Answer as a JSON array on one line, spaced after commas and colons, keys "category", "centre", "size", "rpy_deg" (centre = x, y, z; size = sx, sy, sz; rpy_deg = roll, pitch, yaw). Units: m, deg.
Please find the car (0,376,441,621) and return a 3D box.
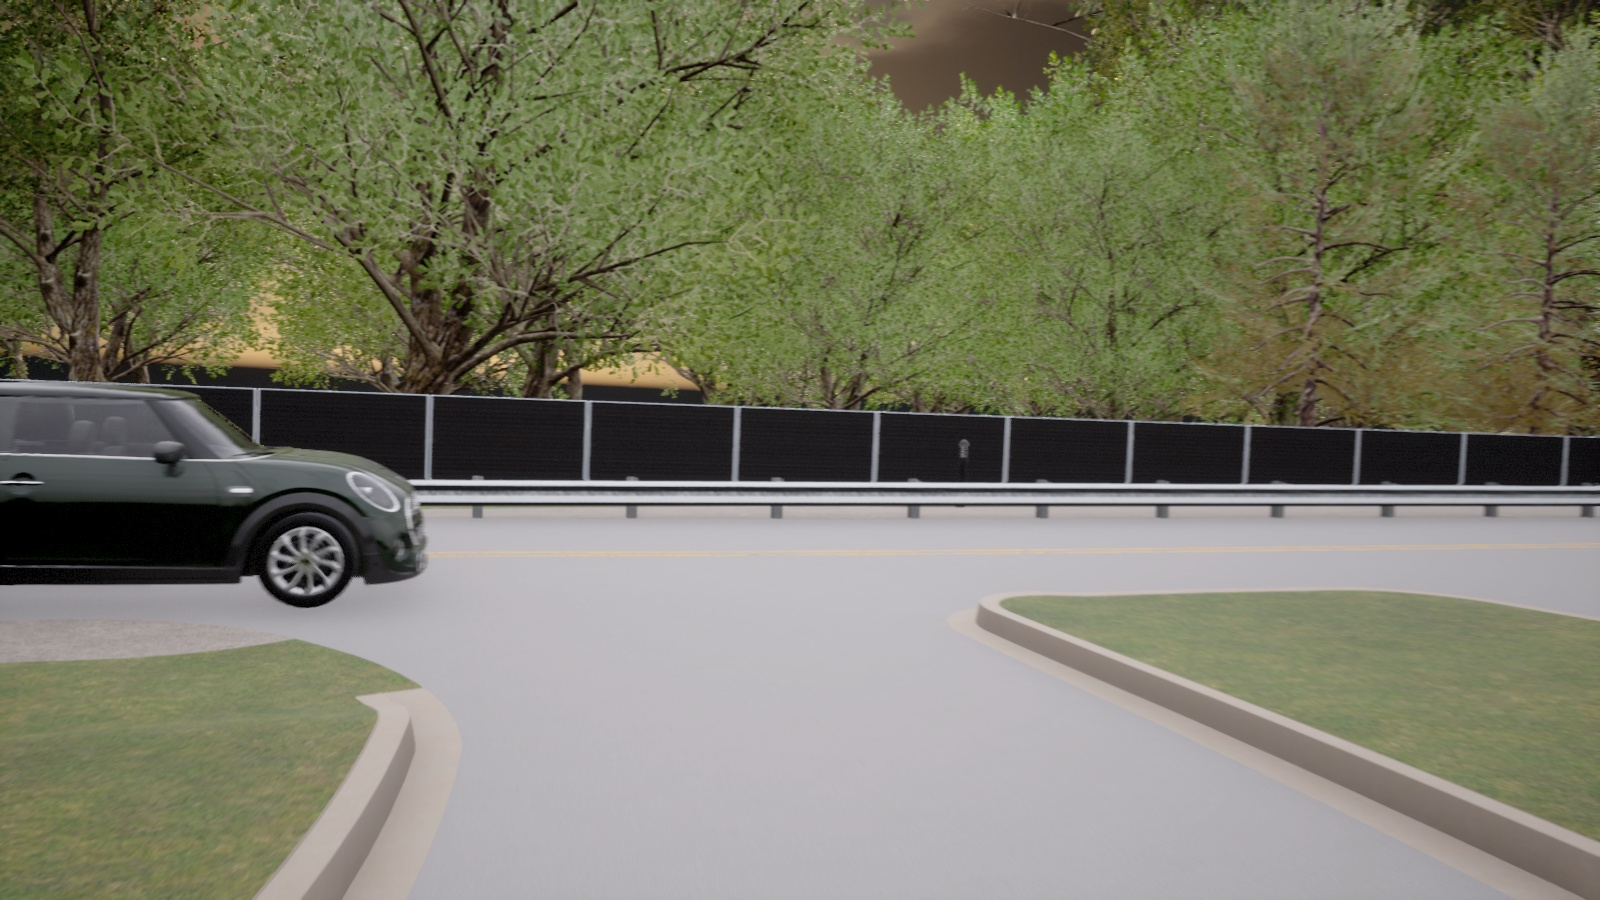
[{"category": "car", "centre": [-5.332, 0.309, 10.305], "size": [4.553, 1.767, 2.097], "rpy_deg": [1, 3, -15]}]
